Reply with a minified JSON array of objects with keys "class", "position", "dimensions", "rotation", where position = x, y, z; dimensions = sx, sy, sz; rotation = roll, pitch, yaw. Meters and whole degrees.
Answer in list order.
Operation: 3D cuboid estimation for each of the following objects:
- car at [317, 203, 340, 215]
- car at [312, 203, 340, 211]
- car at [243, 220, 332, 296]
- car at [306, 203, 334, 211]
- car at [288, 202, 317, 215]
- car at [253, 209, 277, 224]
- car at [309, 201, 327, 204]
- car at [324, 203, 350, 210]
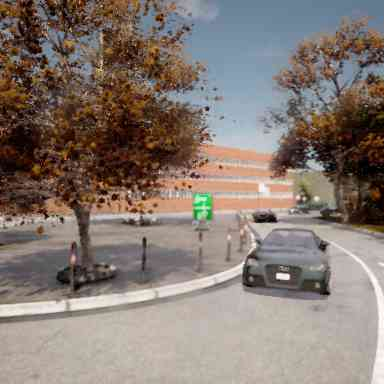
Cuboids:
[{"class":"car","position":[21.114,2.745,50.128],"dimensions":[1.895,1.301,4.718],"rotation":[-1,-2,45]},{"class":"car","position":[27.075,2.997,67.312],"dimensions":[5.008,1.535,2.097],"rotation":[-1,-2,44]},{"class":"car","position":[2.785,1.725,9.239],"dimensions":[1.994,1.385,4.181],"rotation":[0,-1,23]},{"class":"car","position":[25.105,2.990,65.284],"dimensions":[4.674,1.452,2.002],"rotation":[-1,-2,44]},{"class":"car","position":[16.181,2.609,49.788],"dimensions":[2.128,1.511,4.902],"rotation":[-1,-2,44]},{"class":"car","position":[6.823,2.236,31.396],"dimensions":[1.895,1.301,4.718],"rotation":[0,-1,6]},{"class":"car","position":[23.117,2.651,63.283],"dimensions":[5.566,2.045,2.435],"rotation":[-1,-2,44]},{"class":"car","position":[31.018,3.128,71.357],"dimensions":[4.674,1.452,2.002],"rotation":[-1,-2,44]}]
